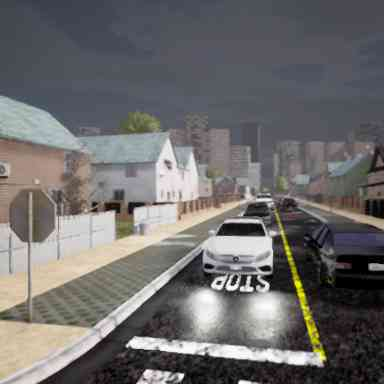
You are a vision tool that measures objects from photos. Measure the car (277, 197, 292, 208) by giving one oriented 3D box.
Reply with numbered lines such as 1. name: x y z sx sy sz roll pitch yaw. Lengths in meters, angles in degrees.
1. car: 13.428 1.522 48.365 1.994 1.385 4.181 -1 0 13

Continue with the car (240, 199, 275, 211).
1. car: 4.483 1.509 22.679 1.837 1.490 4.892 -1 1 13

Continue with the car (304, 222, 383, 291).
1. car: 4.205 1.523 9.000 2.033 1.411 5.357 -1 0 13

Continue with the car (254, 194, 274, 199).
1. car: 9.337 1.223 43.028 2.150 2.045 5.566 -1 0 13

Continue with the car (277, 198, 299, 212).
1. car: 11.178 1.466 38.451 1.837 1.490 4.892 -1 0 12

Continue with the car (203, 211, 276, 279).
1. car: 1.590 1.539 10.344 1.812 1.442 4.674 -1 0 13
